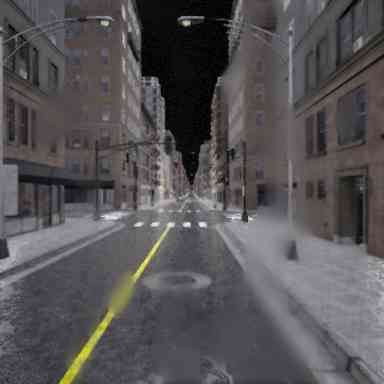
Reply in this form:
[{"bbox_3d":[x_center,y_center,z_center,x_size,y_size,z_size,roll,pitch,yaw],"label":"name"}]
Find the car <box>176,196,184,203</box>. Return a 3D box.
[{"bbox_3d":[-2.976,1.831,81.207,1.812,1.442,4.674,0,0,0],"label":"car"}]
